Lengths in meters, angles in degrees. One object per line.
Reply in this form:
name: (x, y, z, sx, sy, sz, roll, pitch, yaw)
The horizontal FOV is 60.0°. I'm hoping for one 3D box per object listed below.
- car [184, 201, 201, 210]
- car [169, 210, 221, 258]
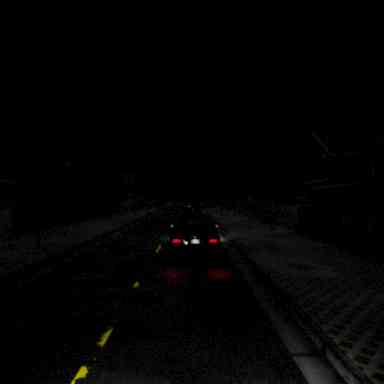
car: (0.108, 1.854, 40.073, 2.128, 1.511, 4.902, 0, -1, 0)
car: (0.099, 1.635, 13.035, 2.033, 1.411, 5.357, 0, 0, 0)
